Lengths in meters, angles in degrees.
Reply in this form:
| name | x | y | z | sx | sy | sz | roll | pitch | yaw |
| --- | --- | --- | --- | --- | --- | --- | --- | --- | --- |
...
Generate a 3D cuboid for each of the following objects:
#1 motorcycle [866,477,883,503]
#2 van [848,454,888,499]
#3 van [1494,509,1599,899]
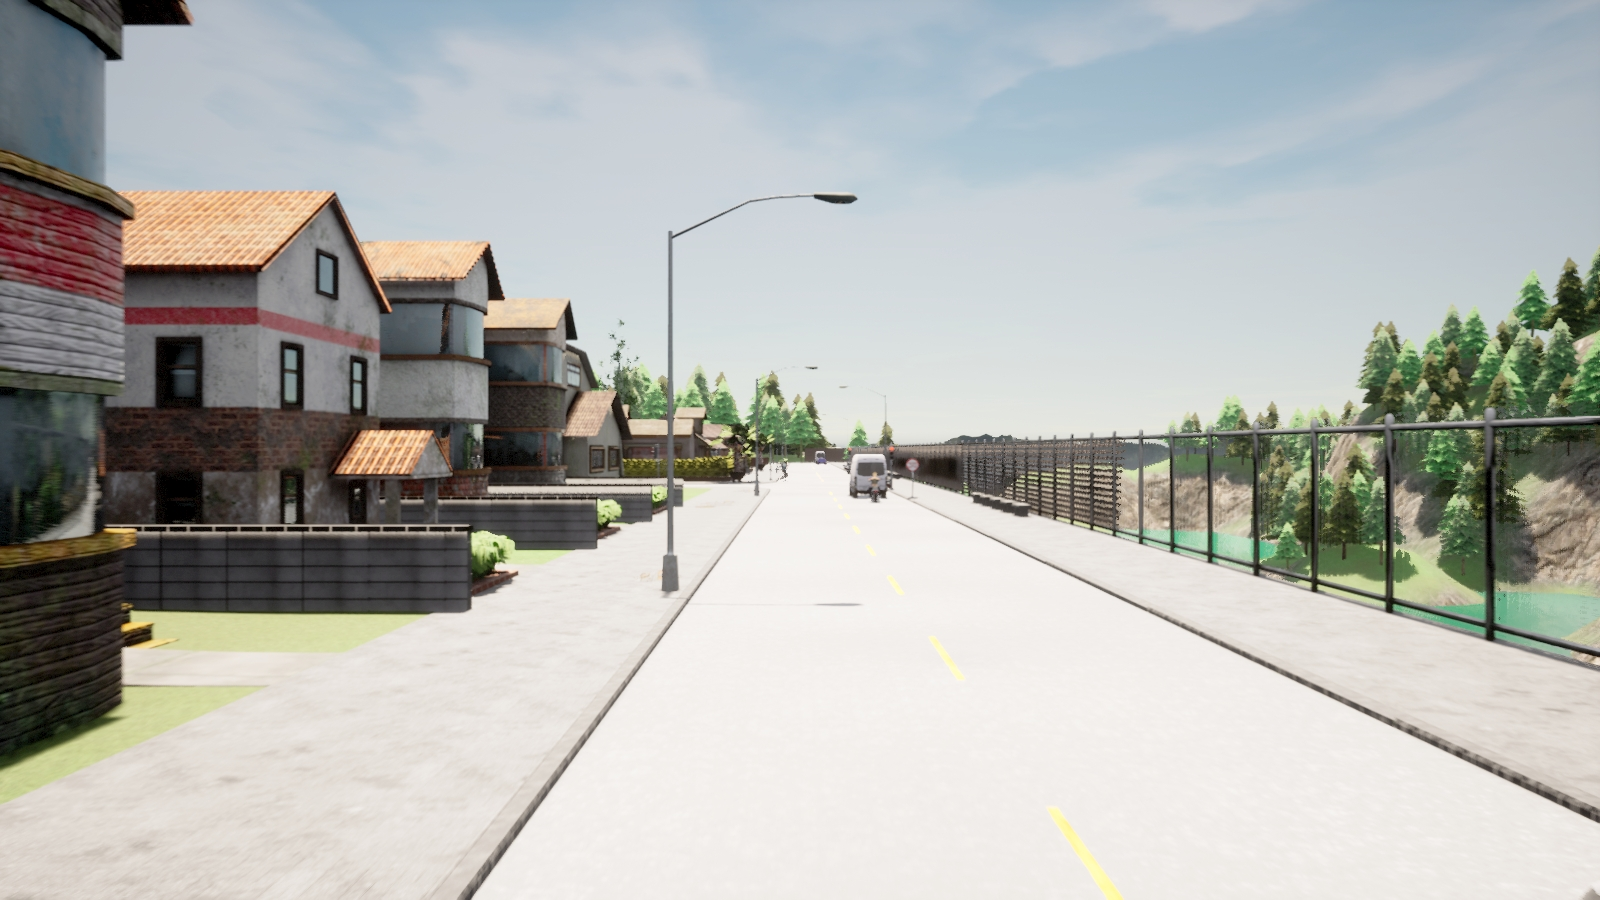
| name | x | y | z | sx | sy | sz | roll | pitch | yaw |
| --- | --- | --- | --- | --- | --- | --- | --- | --- | --- |
| motorcycle | 4.034 | 2.154 | 61.990 | 0.764 | 1.307 | 2.356 | 0 | 0 | 0 |
| van | 4.036 | 1.534 | 68.428 | 1.988 | 2.561 | 5.915 | 0 | 0 | -1 |
| van | 3.999 | 1.534 | 1.988 | 1.988 | 2.561 | 5.915 | 0 | 0 | 0 |
